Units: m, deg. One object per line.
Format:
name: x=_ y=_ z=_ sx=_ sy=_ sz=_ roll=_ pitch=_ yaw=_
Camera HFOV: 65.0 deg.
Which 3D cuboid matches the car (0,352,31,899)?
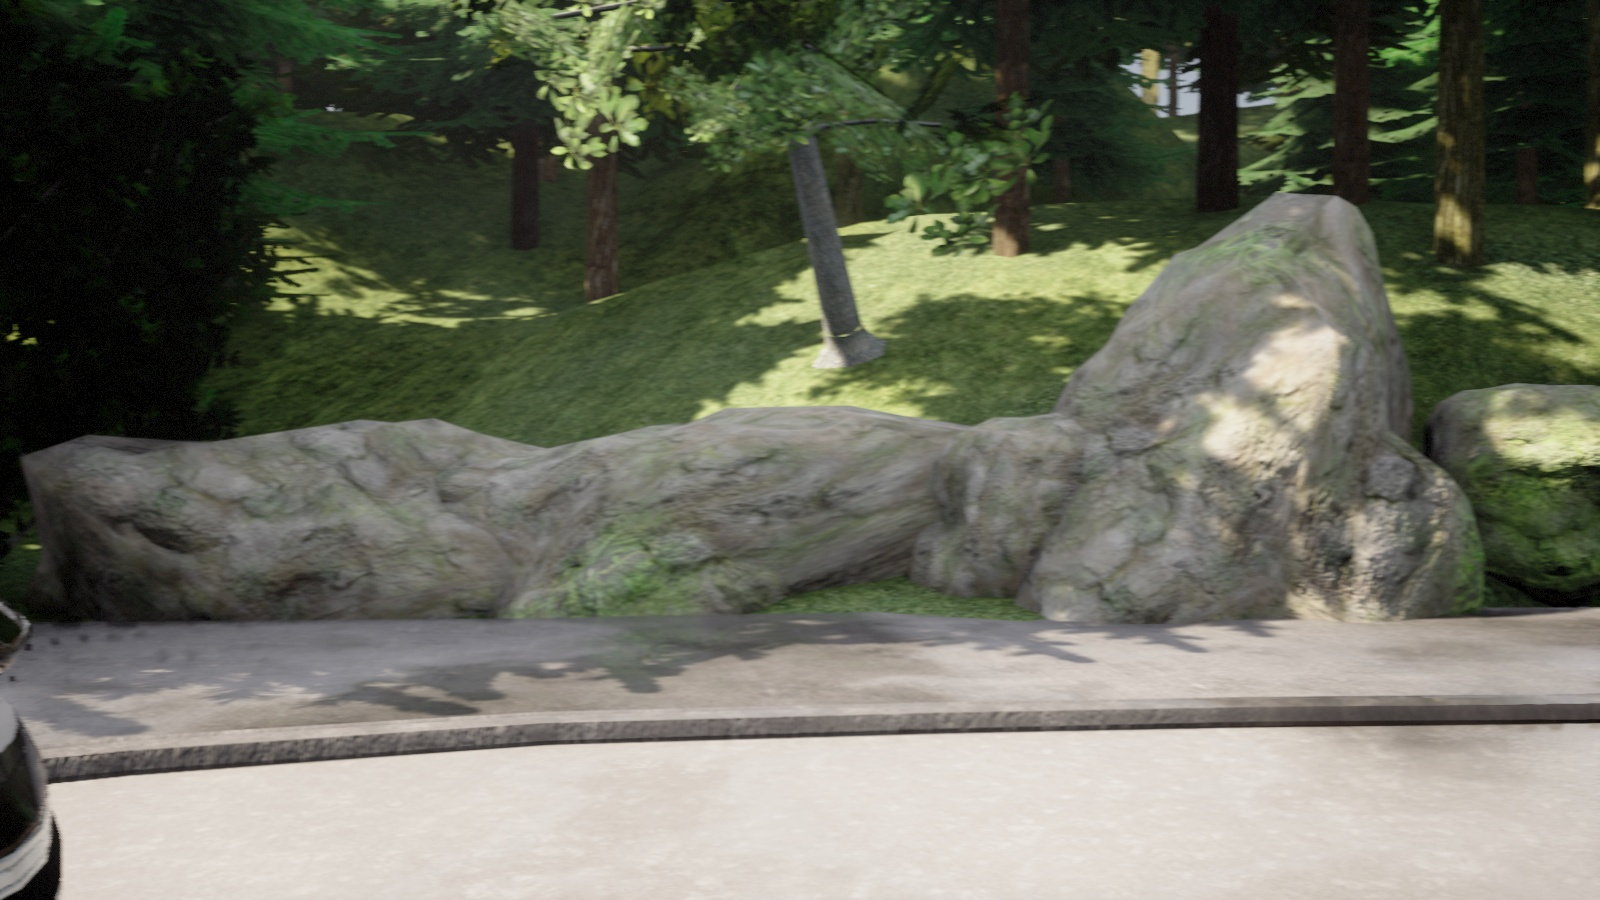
car: x=-3.922 y=0.664 z=1.715 sx=4.856 sy=1.649 sz=2.033 roll=0 pitch=0 yaw=-33
